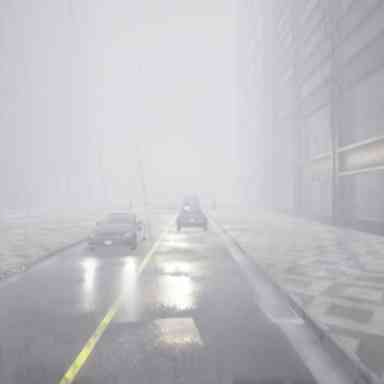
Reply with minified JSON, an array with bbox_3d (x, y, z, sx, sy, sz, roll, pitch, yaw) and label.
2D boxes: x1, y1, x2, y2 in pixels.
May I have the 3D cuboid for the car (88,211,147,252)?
[{"bbox_3d":[-3.062,1.602,14.487,1.812,1.442,4.674,0,0,0],"label":"car"}]

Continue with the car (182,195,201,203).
[{"bbox_3d":[-0.112,1.410,41.883,2.150,2.045,5.566,0,0,0],"label":"car"}]

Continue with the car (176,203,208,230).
[{"bbox_3d":[-0.001,1.663,21.894,1.994,1.385,4.181,0,0,0],"label":"car"}]
